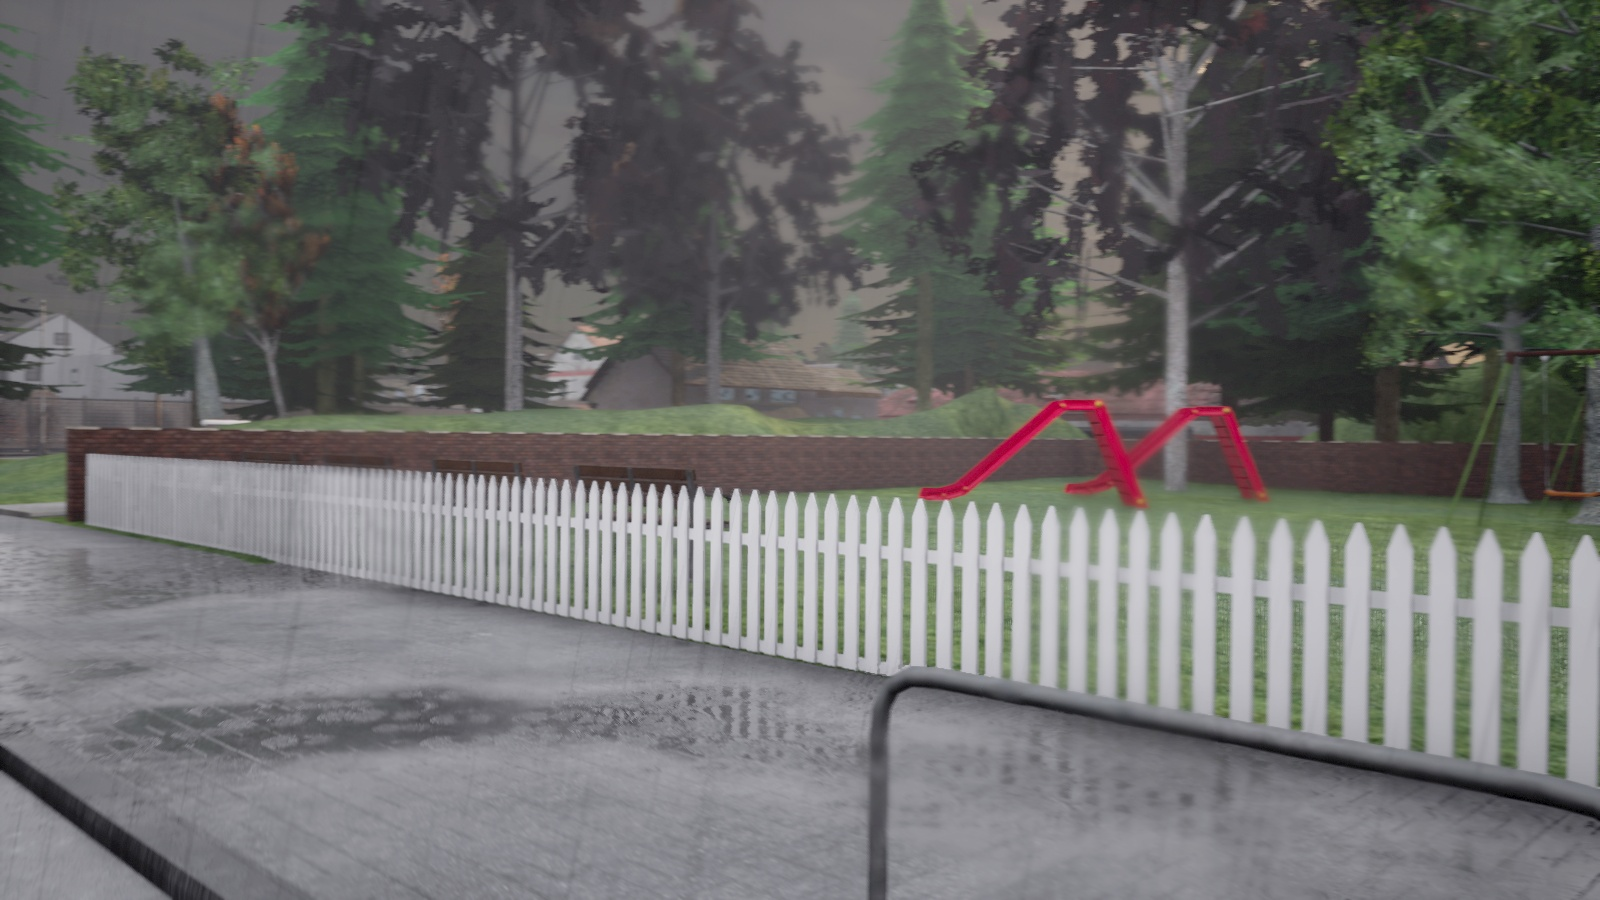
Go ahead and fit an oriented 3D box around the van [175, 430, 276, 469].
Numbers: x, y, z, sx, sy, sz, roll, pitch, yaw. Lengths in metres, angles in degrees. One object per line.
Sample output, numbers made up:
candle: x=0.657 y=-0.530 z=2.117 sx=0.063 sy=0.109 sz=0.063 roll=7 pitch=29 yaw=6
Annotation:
van: x=-31.028 y=-0.055 z=67.924 sx=2.069 sy=2.038 sz=4.480 roll=0 pitch=1 yaw=45
